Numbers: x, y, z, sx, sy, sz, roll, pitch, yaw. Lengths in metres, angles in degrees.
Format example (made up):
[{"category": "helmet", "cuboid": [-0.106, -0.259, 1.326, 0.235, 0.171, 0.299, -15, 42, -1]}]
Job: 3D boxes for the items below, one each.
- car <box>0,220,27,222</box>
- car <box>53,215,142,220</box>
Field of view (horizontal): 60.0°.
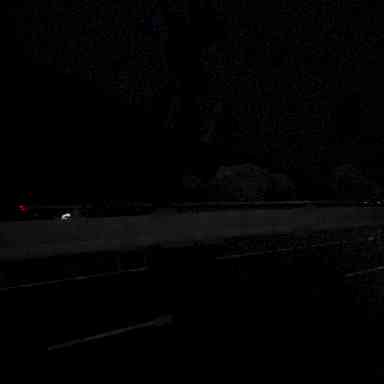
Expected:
[{"category": "car", "cuboid": [-11.575, 1.003, 17.178, 5.566, 2.045, 2.150, 1, 0, -35]}, {"category": "car", "cuboid": [-4.876, 1.171, 17.513, 4.553, 1.767, 2.097, 0, 1, -33]}]
